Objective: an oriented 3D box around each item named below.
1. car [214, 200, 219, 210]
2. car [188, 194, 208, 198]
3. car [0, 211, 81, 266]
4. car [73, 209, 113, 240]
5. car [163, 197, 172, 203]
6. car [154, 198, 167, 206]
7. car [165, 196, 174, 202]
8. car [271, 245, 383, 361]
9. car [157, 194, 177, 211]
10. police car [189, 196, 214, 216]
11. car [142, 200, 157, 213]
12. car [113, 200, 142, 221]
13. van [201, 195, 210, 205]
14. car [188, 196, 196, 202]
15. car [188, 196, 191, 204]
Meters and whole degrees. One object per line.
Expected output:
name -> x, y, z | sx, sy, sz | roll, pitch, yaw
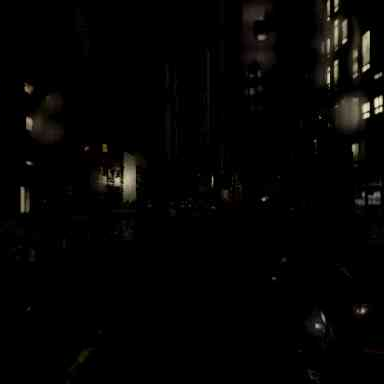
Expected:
car -> 2.682, 1.685, 44.634 | 2.008, 1.369, 4.403 | 0, 0, 0
car -> 0.895, 1.376, 49.682 | 2.150, 2.045, 5.566 | 0, 0, 0
car -> -5.694, 1.581, 11.485 | 2.008, 1.369, 4.403 | 0, 0, 0
car -> -5.695, 1.597, 17.010 | 2.008, 1.369, 4.403 | 0, 0, 0
car -> -5.702, 1.822, 77.774 | 1.947, 1.339, 4.313 | 0, 0, 0
car -> -5.701, 1.743, 61.202 | 2.008, 1.369, 4.403 | 0, 0, 0
car -> -5.703, 1.718, 83.299 | 1.967, 1.590, 4.097 | 0, 0, 0
car -> 2.687, 1.582, 5.966 | 1.947, 1.339, 4.313 | 0, 0, 0
car -> -3.096, 1.349, 43.405 | 2.150, 2.045, 5.566 | 0, 0, 0
police car -> 0.896, 1.524, 33.762 | 1.930, 1.638, 5.238 | 0, 0, 0
car -> -5.698, 1.666, 39.106 | 2.008, 1.369, 4.403 | 0, 0, 0
car -> -5.697, 1.605, 27.887 | 1.752, 1.417, 4.829 | 0, 0, 0
van -> 2.677, 1.555, 66.732 | 1.690, 1.788, 3.998 | 0, 0, 0
car -> -0.009, 1.739, 84.096 | 1.994, 1.385, 4.181 | 0, 0, 0
car -> 0.772, 1.635, 43.652 | 1.837, 1.490, 4.892 | 0, 0, 0
